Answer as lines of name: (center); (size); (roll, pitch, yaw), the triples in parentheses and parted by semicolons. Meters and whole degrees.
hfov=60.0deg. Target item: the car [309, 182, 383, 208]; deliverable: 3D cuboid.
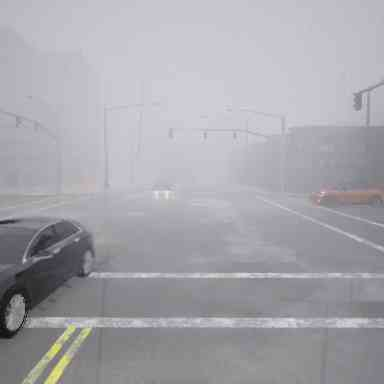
car: (10.478, 0.081, 22.816); (4.553, 1.767, 2.097); (0, 4, 0)

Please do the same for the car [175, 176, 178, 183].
car: (-3.580, -1.694, 51.338); (1.837, 1.490, 4.892); (0, 4, 0)

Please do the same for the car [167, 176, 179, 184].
car: (-3.549, -2.281, 61.457); (1.895, 1.301, 4.718); (0, 4, 0)

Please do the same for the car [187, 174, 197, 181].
car: (0.020, -2.975, 70.906); (1.994, 1.385, 4.181); (0, 4, 0)

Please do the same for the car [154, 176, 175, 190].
car: (-3.587, -0.965, 41.432); (1.994, 1.385, 4.181); (0, 4, 0)

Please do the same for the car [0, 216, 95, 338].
car: (-3.438, 1.328, 6.463); (1.837, 1.490, 4.892); (-1, 3, 4)

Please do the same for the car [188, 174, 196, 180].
car: (0.022, -3.701, 80.733); (2.033, 1.411, 5.357); (0, 4, 0)
